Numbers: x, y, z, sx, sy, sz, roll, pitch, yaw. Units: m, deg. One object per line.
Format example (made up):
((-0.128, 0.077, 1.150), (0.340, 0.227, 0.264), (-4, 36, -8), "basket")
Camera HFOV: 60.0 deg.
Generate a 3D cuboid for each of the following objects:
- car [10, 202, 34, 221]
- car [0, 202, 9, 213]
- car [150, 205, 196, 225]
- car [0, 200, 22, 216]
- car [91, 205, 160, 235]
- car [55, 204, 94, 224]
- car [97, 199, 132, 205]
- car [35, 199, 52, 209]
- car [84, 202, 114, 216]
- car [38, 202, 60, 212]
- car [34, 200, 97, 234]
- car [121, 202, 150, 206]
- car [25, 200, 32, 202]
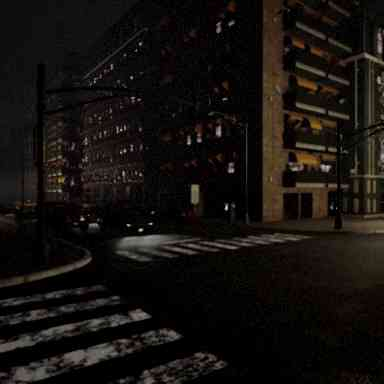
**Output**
((-14.916, 1.931, 30.445), (2.008, 1.369, 4.403), (-1, 0, -37), "car")
((-27.730, 2.197, 47.871), (1.947, 1.339, 4.313), (-1, 0, -37), "car")
((-1.320, 1.837, 26.612), (1.802, 1.307, 4.206), (-1, 0, -36), "car")
((-21.439, 2.033, 39.260), (1.752, 1.417, 4.829), (-1, 0, -36), "car")
((-4.324, 1.768, 20.795), (2.033, 1.411, 5.357), (0, -1, -34), "car")
((-10.222, 1.838, 28.707), (1.837, 1.490, 4.892), (0, -1, -37), "car")
((-7.949, 1.699, 35.564), (2.192, 1.841, 5.009), (-1, 0, -36), "car")
((-27.909, 2.212, 62.350), (1.967, 1.590, 4.097), (-1, 0, -36), "car")
((-11.257, 1.999, 40.039), (2.008, 1.369, 4.403), (-1, 0, -36), "car")
((-20.877, 2.193, 48.482), (1.895, 1.301, 4.718), (0, -1, -36), "car")
((-8.296, 1.568, 21.496), (2.192, 1.841, 5.009), (-1, 0, -37), "car")
((-4.633, 1.885, 31.087), (1.947, 1.339, 4.313), (-1, 0, -37), "car")
((-29.513, 2.239, 60.148), (1.882, 1.535, 5.008), (0, -1, -36), "car")
